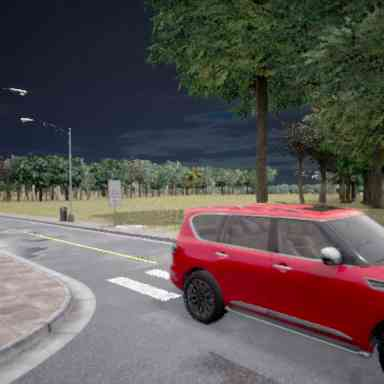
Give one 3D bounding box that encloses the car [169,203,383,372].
[{"bbox_3d":[1.943,1.233,5.402,2.150,2.045,5.566,-1,0,-43],"label":"car"}]
